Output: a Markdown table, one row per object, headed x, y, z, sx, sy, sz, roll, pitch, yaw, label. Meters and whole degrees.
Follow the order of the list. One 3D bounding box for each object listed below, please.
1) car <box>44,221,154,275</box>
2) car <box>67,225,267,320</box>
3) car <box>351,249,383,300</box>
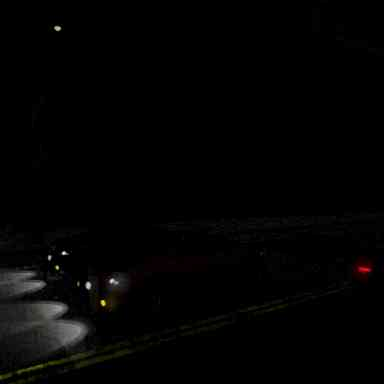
| x | y | z | sx | sy | sz | roll | pitch | yaw | label |
| --- | --- | --- | --- | --- | --- | --- | --- | --- | --- |
| -2.165 | 1.581 | 10.046 | 4.181 | 1.385 | 1.994 | 0 | 0 | -35 | car |
| -0.304 | 1.579 | 7.381 | 4.181 | 1.385 | 1.994 | 0 | 0 | -35 | car |
| 5.718 | 1.573 | 7.375 | 5.357 | 1.411 | 2.033 | 0 | 0 | -35 | car |
